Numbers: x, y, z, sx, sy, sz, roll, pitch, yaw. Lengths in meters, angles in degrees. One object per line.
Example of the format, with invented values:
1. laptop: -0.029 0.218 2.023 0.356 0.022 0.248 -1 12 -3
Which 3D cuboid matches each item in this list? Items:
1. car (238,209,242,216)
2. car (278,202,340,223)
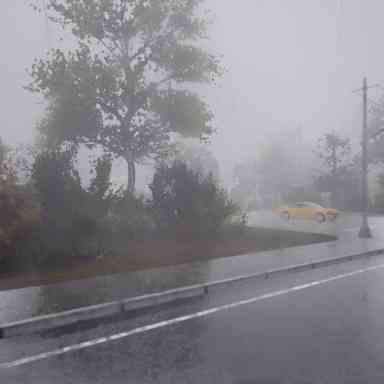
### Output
1. car: 2.991 1.578 34.354 2.097 1.767 4.553 0 -1 -43
2. car: 9.326 1.559 26.865 1.882 1.535 5.008 0 -1 -39
